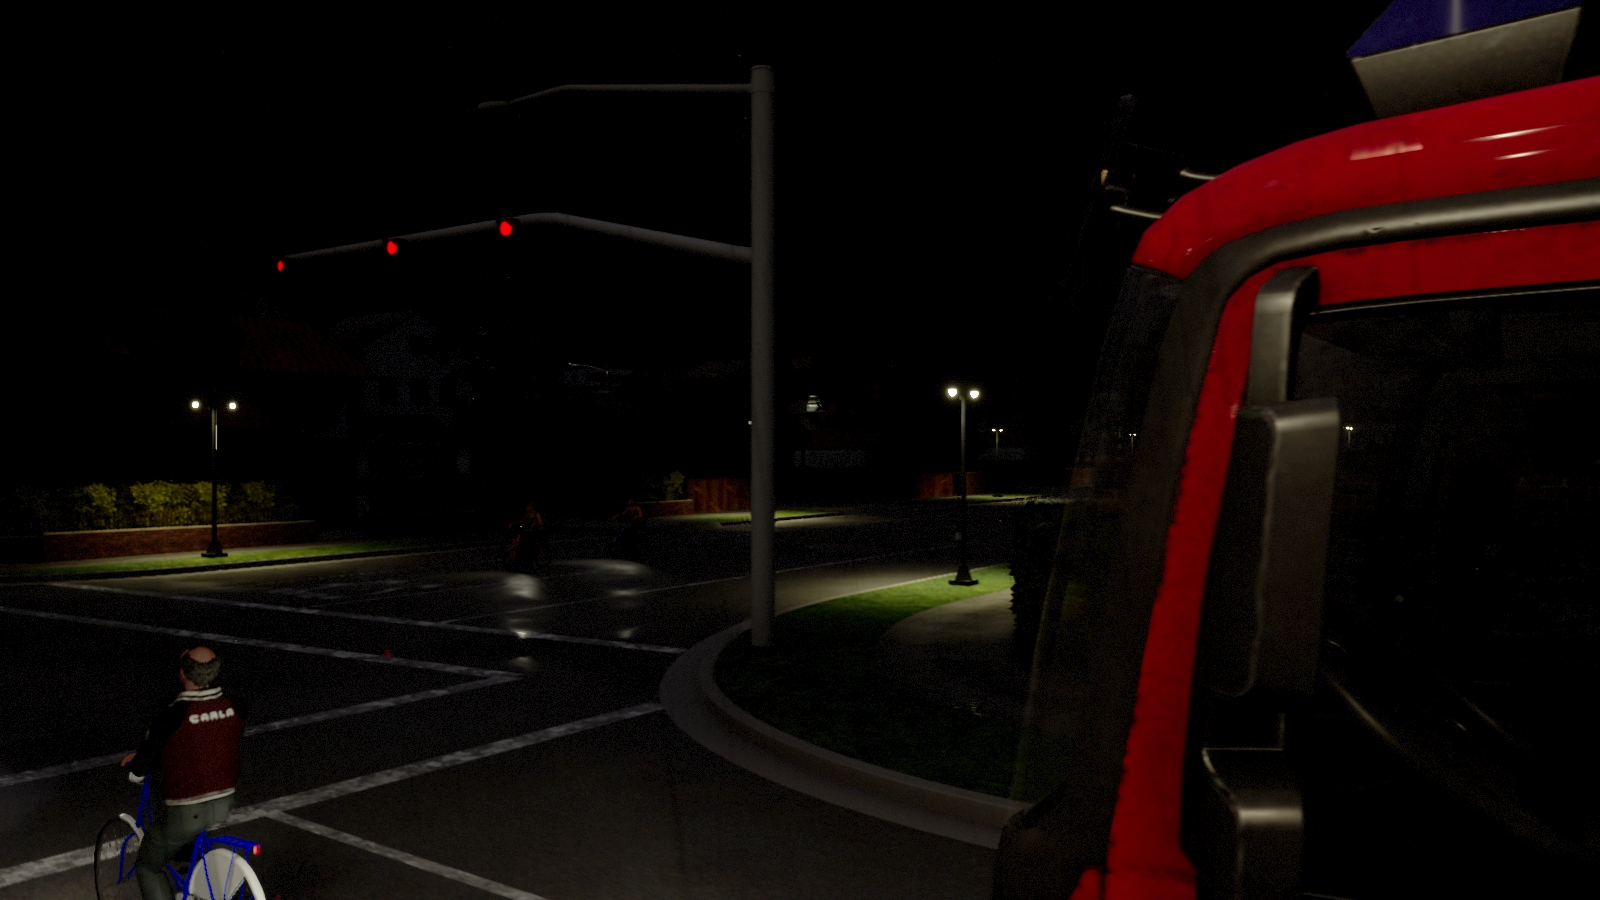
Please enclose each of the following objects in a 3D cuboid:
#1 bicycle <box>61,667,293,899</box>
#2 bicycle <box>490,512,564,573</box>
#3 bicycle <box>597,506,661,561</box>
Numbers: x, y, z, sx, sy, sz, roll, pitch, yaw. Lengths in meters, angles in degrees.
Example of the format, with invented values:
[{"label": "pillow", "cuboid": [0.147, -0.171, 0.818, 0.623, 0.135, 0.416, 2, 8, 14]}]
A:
[{"label": "bicycle", "cuboid": [-3.410, 2.049, 6.180, 1.835, 1.496, 0.329, 0, 0, 35]}, {"label": "bicycle", "cuboid": [-6.381, 2.147, 26.772, 0.859, 1.301, 1.487, 0, 0, 35]}, {"label": "bicycle", "cuboid": [-4.445, 2.147, 29.744, 0.859, 1.301, 1.487, 0, 0, 34]}]
